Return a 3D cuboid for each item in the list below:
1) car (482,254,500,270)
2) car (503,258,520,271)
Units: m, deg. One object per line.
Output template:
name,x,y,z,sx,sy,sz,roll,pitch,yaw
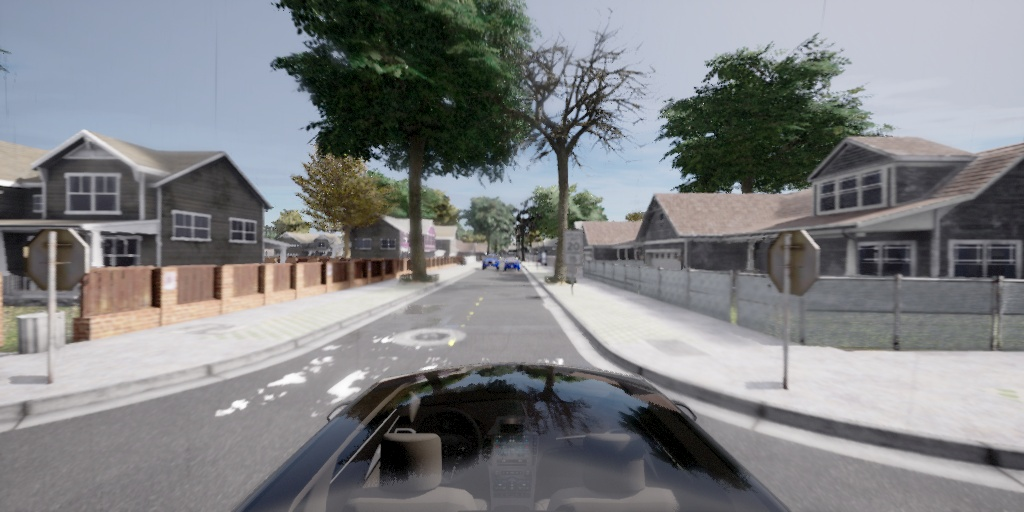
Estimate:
car,-2.762,0.748,47.835,2.150,2.045,5.566,0,0,0
car,-0.012,1.041,43.697,1.882,1.535,5.008,0,0,0
